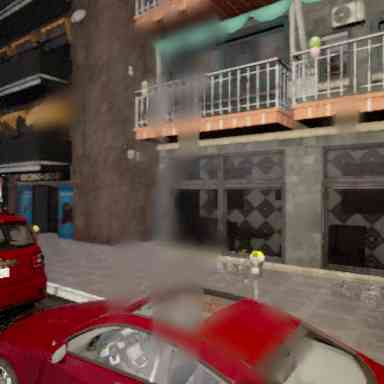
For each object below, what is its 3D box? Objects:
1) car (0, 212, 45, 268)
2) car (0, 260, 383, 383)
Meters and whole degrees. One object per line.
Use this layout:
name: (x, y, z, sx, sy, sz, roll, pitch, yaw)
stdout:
car: (-4.788, 1.281, 6.297, 5.009, 1.841, 2.192, 0, 0, 36)
car: (-0.208, 1.573, 3.027, 4.206, 1.307, 1.802, 0, 0, 36)
